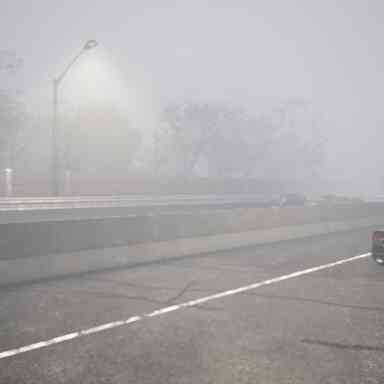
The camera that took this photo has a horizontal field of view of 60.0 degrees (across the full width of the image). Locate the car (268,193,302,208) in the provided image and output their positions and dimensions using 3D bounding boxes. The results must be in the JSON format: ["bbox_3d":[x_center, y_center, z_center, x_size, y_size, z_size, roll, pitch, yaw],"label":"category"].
[{"bbox_3d":[10.058,0.844,34.809,4.553,1.767,2.097,0,1,-39],"label":"car"}]

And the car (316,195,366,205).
[{"bbox_3d":[13.008,1.108,28.206,4.902,1.511,2.128,0,1,-39],"label":"car"}]

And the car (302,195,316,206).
[{"bbox_3d":[13.570,1.032,33.149,4.902,1.511,2.128,0,1,-39],"label":"car"}]

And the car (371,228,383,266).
[{"bbox_3d":[7.133,1.356,9.754,5.008,1.535,1.882,0,1,-39],"label":"car"}]
